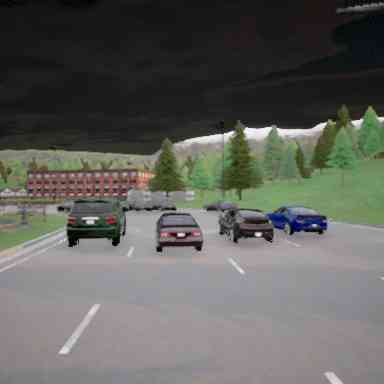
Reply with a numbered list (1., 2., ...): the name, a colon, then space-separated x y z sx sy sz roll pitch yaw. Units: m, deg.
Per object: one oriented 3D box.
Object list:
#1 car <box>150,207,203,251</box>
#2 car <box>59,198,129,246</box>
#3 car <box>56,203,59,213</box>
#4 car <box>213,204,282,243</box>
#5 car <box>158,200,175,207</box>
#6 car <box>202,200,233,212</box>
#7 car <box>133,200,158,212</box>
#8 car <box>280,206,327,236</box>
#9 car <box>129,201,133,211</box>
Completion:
1. car: -0.692 1.610 14.569 2.033 1.411 5.357 0 0 -7
2. car: -4.409 1.310 15.980 2.150 2.045 5.566 0 0 -7
3. car: -14.428 1.724 39.141 2.128 1.511 4.902 0 0 -40
4. car: 2.520 1.558 16.501 1.837 1.490 4.892 0 0 -7
5. car: -3.917 1.757 42.991 1.994 1.385 4.181 0 0 -38
6. car: 3.273 1.685 38.617 2.033 1.411 5.357 0 0 -30
7. car: -6.878 1.749 41.276 2.033 1.411 5.357 0 0 -38
8. car: 5.701 1.525 18.974 1.882 1.535 5.008 0 0 -9
9. car: -9.294 1.751 38.646 2.033 1.411 5.357 0 0 -38
